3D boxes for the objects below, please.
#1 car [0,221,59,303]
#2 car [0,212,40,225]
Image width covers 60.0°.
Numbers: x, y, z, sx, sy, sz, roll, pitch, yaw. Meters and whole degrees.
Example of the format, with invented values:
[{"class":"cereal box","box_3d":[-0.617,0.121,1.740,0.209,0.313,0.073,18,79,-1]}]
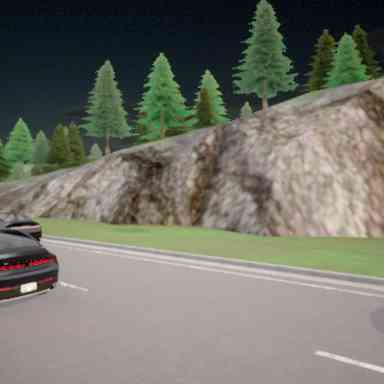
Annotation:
[{"class":"car","box_3d":[-5.070,1.586,7.759,4.892,1.490,1.837,-1,-1,36]},{"class":"car","box_3d":[-8.516,1.640,14.594,4.902,1.511,2.128,-1,-1,36]}]
